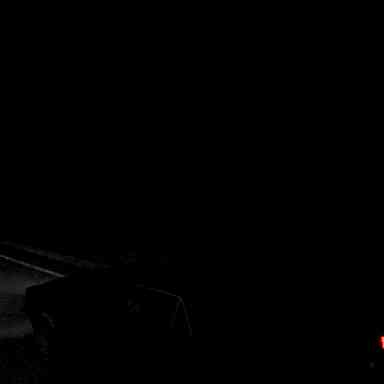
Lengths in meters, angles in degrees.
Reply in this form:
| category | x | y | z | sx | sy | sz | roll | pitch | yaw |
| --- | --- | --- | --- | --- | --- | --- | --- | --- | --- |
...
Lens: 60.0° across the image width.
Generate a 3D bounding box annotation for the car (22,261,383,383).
| category | x | y | z | sx | sy | sz | roll | pitch | yaw |
| --- | --- | --- | --- | --- | --- | --- | --- | --- | --- |
| car | -0.237 | 1.609 | 4.326 | 4.718 | 1.301 | 1.895 | 0 | 0 | 37 |
